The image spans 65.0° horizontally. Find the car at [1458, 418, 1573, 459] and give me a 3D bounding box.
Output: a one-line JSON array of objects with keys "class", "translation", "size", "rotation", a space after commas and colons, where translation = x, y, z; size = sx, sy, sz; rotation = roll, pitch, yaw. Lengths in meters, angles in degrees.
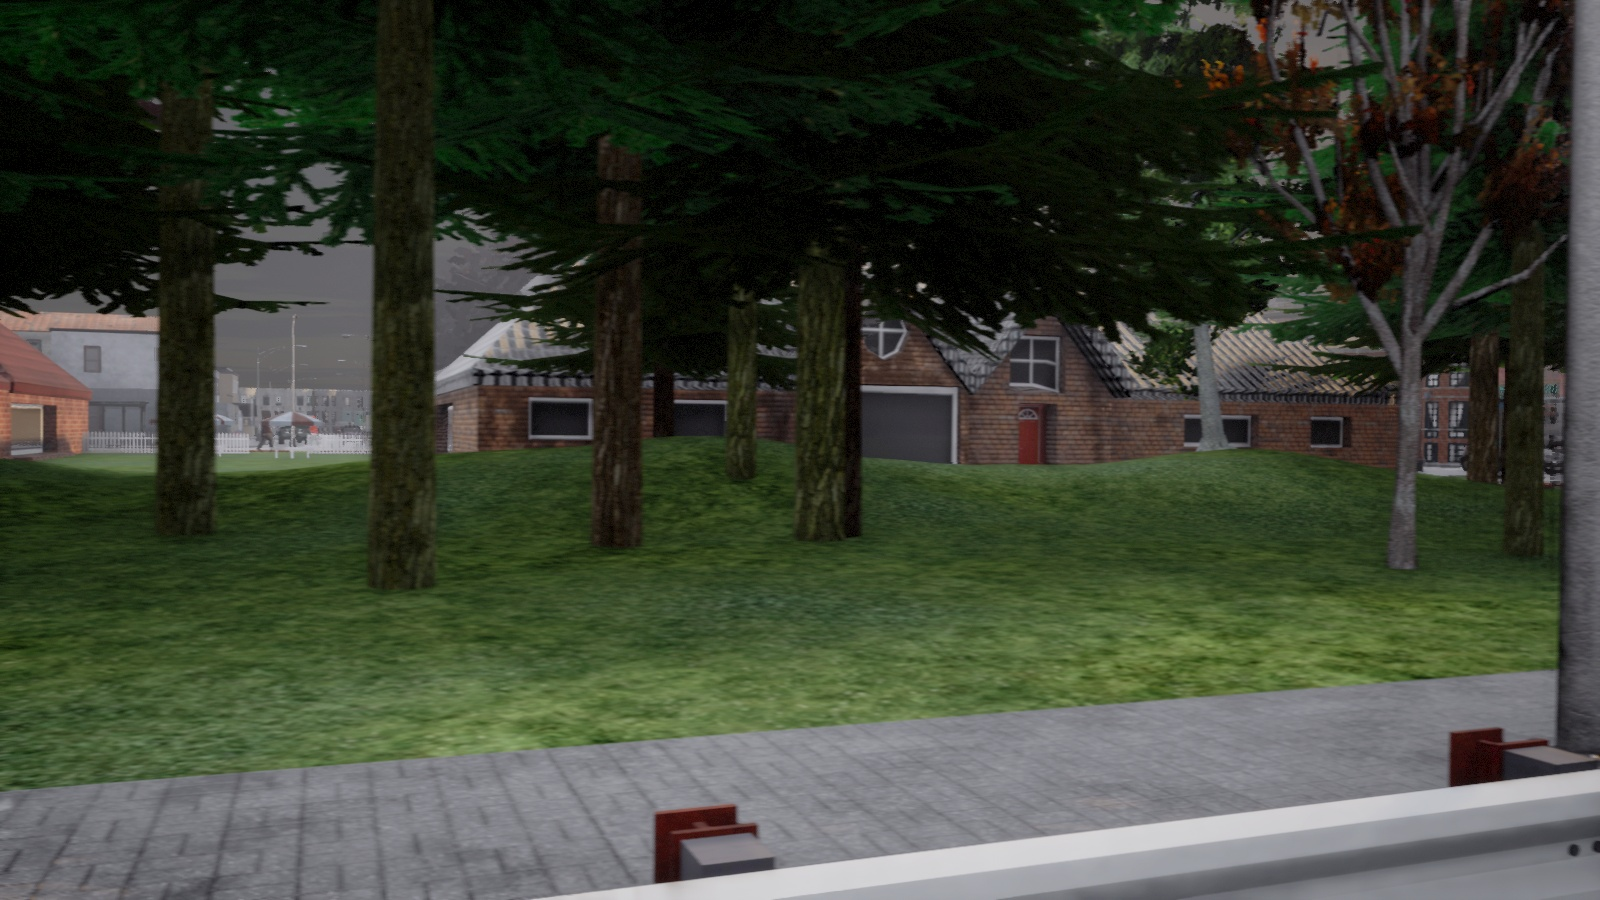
[{"class": "car", "translation": [30.157, -0.493, 53.051], "size": [1.851, 1.617, 3.988], "rotation": [-1, 1, -20]}]

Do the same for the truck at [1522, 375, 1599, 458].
[{"class": "truck", "translation": [34.682, -1.410, 52.326], "size": [2.891, 3.462, 7.936], "rotation": [-1, 1, -20]}]

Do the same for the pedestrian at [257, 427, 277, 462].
[{"class": "pedestrian", "translation": [-28.763, -0.289, 67.775], "size": [0.899, 1.844, 0.634], "rotation": [-1, 1, -21]}]
